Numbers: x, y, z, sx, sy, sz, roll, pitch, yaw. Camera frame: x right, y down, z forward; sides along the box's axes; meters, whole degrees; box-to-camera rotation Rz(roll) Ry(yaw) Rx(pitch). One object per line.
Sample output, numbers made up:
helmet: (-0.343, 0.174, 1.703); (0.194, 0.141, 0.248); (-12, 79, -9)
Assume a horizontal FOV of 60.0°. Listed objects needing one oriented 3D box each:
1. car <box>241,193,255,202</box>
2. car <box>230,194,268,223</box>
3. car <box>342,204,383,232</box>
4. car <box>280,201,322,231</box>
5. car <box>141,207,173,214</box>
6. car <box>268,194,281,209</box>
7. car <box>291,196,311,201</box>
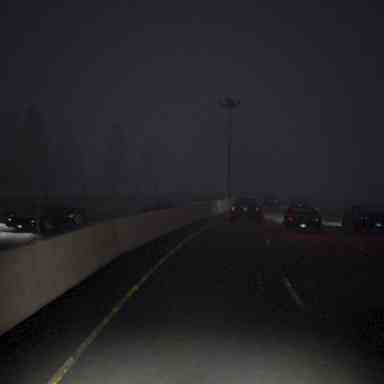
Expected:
car: (10.955, 0.995, 65.035); (1.882, 1.535, 5.008); (1, 1, 20)
car: (4.126, 1.173, 24.286); (2.097, 1.767, 4.553); (1, 0, 16)
car: (9.806, 1.425, 18.744); (1.812, 1.442, 4.674); (0, 0, 14)
car: (6.435, 1.472, 19.774); (1.895, 1.301, 4.718); (0, 0, 14)
car: (-2.661, 1.326, 26.854); (1.994, 1.385, 4.181); (0, 0, 17)
car: (9.720, 1.069, 40.707); (2.097, 1.767, 4.553); (0, 0, 20)
car: (11.993, 1.240, 36.701); (1.882, 1.535, 5.008); (0, 0, 20)
